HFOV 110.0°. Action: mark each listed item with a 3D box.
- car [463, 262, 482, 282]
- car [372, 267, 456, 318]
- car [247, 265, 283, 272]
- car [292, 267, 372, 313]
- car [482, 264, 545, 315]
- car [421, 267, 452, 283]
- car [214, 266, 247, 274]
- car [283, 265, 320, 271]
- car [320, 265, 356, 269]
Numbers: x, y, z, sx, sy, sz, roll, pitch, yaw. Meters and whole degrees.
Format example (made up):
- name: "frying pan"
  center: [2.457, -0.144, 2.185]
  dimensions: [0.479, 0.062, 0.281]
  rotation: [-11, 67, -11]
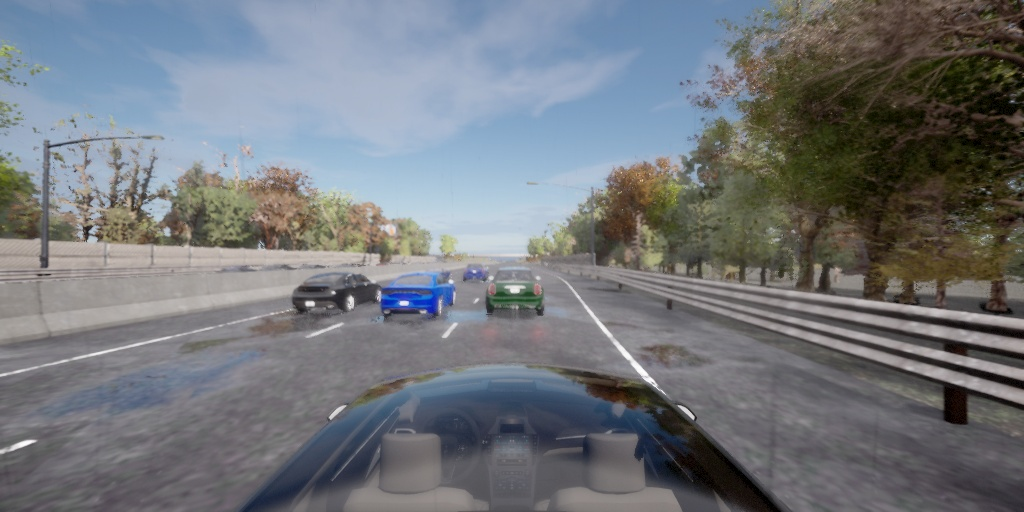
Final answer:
- name: "car"
  center: [-3.343, 1.461, 34.264]
  dimensions: [2.097, 1.767, 4.553]
  rotation: [0, -1, 0]
- name: "car"
  center: [-3.389, 1.358, 13.778]
  dimensions: [1.882, 1.535, 5.008]
  rotation: [0, 0, 0]
- name: "car"
  center: [-24.527, 1.647, 37.250]
  dimensions: [1.837, 1.490, 4.892]
  rotation: [0, -1, 0]
- name: "car"
  center: [-6.886, 1.396, 14.678]
  dimensions: [1.837, 1.490, 4.892]
  rotation: [0, 0, 0]
- name: "car"
  center: [0.112, 1.241, 14.484]
  dimensions: [2.097, 1.767, 4.553]
  rotation: [0, -1, 0]
- name: "car"
  center: [-6.845, 1.695, 32.983]
  dimensions: [1.895, 1.301, 4.718]
  rotation: [0, -1, 0]
- name: "car"
  center: [-27.867, 1.694, 36.282]
  dimensions: [1.994, 1.385, 4.181]
  rotation: [0, -1, -1]
- name: "car"
  center: [-21.028, 1.647, 37.254]
  dimensions: [1.837, 1.490, 4.892]
  rotation: [0, -1, 0]
- name: "car"
  center: [-17.529, 1.648, 37.277]
  dimensions: [1.837, 1.490, 4.892]
  rotation: [0, -1, 0]
